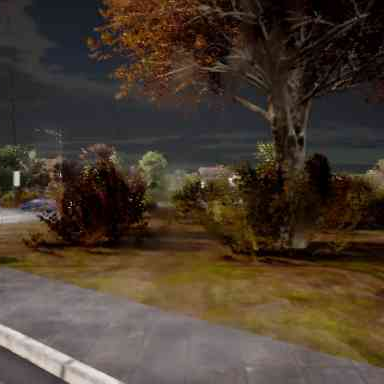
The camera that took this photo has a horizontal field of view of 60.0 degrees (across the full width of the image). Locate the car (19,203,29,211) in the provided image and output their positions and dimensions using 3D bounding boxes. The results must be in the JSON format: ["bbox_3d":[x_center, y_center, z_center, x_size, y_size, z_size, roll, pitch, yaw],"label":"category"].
[{"bbox_3d":[-19.228,1.578,42.038,1.882,1.535,5.008,0,0,33],"label":"car"}]

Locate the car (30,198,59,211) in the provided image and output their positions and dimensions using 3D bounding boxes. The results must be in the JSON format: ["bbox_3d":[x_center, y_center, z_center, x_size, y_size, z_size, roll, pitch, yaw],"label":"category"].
[{"bbox_3d":[-16.546,1.657,39.735,1.994,1.385,4.181,0,0,34],"label":"car"}]
